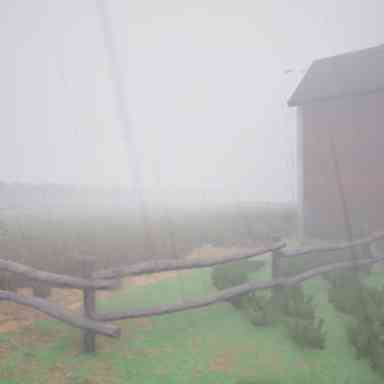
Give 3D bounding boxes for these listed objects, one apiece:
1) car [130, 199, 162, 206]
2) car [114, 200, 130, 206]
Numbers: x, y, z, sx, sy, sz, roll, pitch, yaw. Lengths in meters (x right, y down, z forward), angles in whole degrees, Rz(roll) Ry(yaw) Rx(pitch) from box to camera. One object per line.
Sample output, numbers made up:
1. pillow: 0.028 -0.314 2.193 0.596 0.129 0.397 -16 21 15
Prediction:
1. car: -6.458 1.843 49.958 2.128 1.511 4.902 -1 0 35
2. car: -9.572 1.931 50.945 2.033 1.411 5.357 -1 0 36
